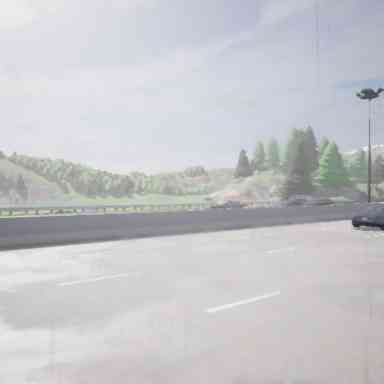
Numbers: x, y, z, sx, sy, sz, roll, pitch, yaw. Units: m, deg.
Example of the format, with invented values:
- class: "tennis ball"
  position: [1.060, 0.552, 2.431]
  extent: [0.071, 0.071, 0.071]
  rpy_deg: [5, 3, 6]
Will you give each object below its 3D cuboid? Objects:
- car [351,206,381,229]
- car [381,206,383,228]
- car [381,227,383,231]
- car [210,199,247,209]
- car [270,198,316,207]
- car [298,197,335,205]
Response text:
- class: "car"
  position: [11.868, 1.566, 20.850]
  extent: [4.181, 1.385, 1.994]
  rpy_deg: [0, 0, -36]
- class: "car"
  position: [11.777, 1.493, 16.484]
  extent: [4.902, 1.511, 2.128]
  rpy_deg: [0, 0, -36]
- class: "car"
  position: [7.260, 1.603, 8.964]
  extent: [4.718, 1.301, 1.895]
  rpy_deg: [0, 0, -36]
- class: "car"
  position: [4.579, 1.596, 41.668]
  extent: [4.718, 1.301, 1.895]
  rpy_deg: [0, 0, -35]
- class: "car"
  position: [9.301, 1.547, 32.028]
  extent: [5.357, 1.411, 2.033]
  rpy_deg: [0, 0, -38]
- class: "car"
  position: [15.666, 1.506, 40.970]
  extent: [4.892, 1.490, 1.837]
  rpy_deg: [0, 0, -35]
